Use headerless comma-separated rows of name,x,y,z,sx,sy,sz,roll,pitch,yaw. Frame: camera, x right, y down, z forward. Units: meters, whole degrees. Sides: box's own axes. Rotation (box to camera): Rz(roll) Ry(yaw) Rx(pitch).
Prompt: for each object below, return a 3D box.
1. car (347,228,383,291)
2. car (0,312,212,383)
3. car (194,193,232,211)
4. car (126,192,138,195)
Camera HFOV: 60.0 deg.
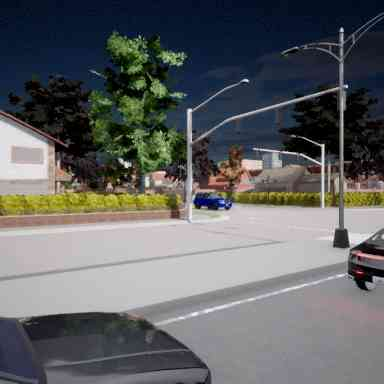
car,5.573,1.474,7.720,4.902,1.511,2.128,0,0,-35
car,-2.361,1.543,2.060,5.357,1.411,2.033,0,0,-36
car,2.421,1.121,40.383,2.150,2.045,5.566,0,0,-36
car,-9.628,1.075,57.100,2.150,2.045,5.566,0,0,-36
